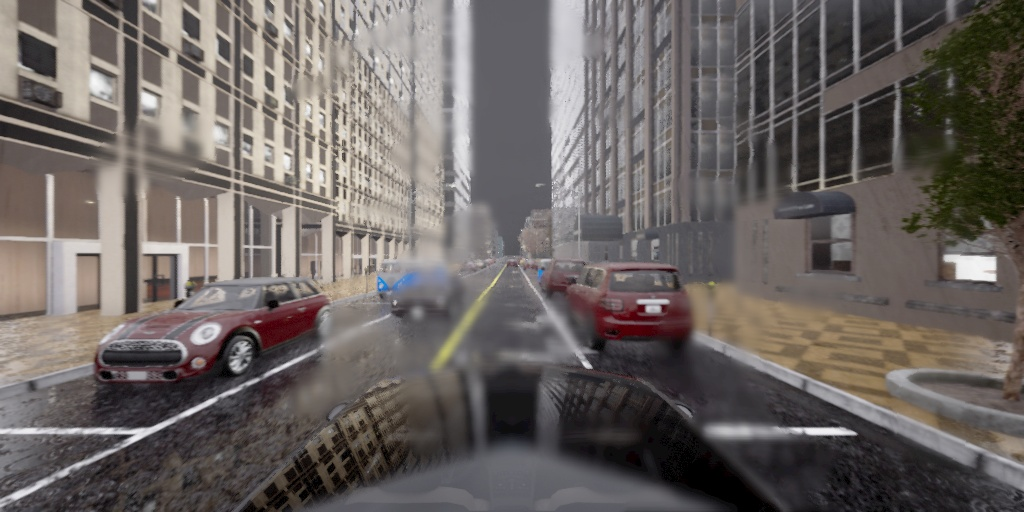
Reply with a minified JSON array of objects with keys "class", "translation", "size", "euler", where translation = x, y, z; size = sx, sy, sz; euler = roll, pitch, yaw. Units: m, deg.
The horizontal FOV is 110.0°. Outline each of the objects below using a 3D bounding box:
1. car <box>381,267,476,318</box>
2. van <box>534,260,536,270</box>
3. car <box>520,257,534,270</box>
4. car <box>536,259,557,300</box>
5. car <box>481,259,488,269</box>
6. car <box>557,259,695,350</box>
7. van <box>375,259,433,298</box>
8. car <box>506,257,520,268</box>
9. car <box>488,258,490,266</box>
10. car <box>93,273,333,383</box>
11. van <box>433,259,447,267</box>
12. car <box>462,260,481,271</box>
[{"class":"car","translation":[-2.779,1.300,13.294],"size":[2.033,1.411,5.357],"euler":[0,0,1]},{"class":"van","translation":[2.573,1.094,23.267],"size":[1.690,1.789,3.998],"euler":[0,0,0]},{"class":"car","translation":[2.583,1.192,51.005],"size":[1.967,1.591,4.097],"euler":[0,0,0]},{"class":"car","translation":[2.571,1.067,17.720],"size":[2.192,1.841,5.009],"euler":[0,0,0]},{"class":"car","translation":[-5.295,1.277,56.385],"size":[1.751,1.417,4.829],"euler":[0,0,0]},{"class":"car","translation":[2.620,1.066,9.025],"size":[2.192,1.841,5.009],"euler":[0,0,0]},{"class":"van","translation":[-5.310,1.093,17.723],"size":[1.690,1.789,3.998],"euler":[0,0,0]},{"class":"car","translation":[0.022,1.229,61.925],"size":[1.882,1.535,5.008],"euler":[0,0,0]},{"class":"car","translation":[-5.293,1.317,62.102],"size":[1.948,1.339,4.313],"euler":[0,0,0]},{"class":"car","translation":[-5.378,1.191,7.138],"size":[1.967,1.591,4.097],"euler":[0,0,0]},{"class":"van","translation":[-5.307,1.094,23.270],"size":[1.690,1.789,3.998],"euler":[0,0,0]},{"class":"car","translation":[-5.299,1.335,45.460],"size":[1.802,1.307,4.207],"euler":[0,0,0]}]
